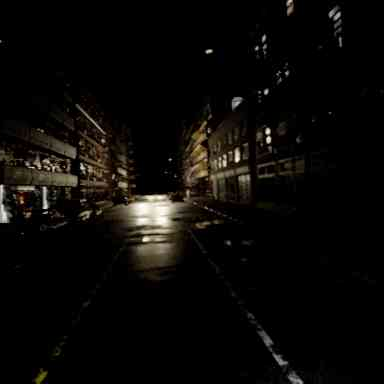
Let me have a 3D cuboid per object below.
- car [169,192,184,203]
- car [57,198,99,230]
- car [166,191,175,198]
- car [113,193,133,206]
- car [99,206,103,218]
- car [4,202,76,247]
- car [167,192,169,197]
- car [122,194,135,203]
[{"bbox_3d":[-2.177,0.913,50.471,1.752,1.417,4.829,-3,1,-5],"label":"car"},{"bbox_3d":[-7.791,1.374,21.451,2.192,1.841,5.009,-3,1,-5],"label":"car"},{"bbox_3d":[-5.414,0.611,83.960,2.008,1.369,4.403,-3,1,-5],"label":"car"},{"bbox_3d":[-10.503,1.103,49.501,2.192,1.841,5.009,-3,1,-5],"label":"car"},{"bbox_3d":[-8.322,1.587,27.065,1.802,1.307,4.206,-3,1,-5],"label":"car"},{"bbox_3d":[-7.244,1.553,15.843,1.967,1.590,4.097,-3,1,-5],"label":"car"},{"bbox_3d":[-3.245,0.824,61.521,1.887,1.381,4.507,-3,1,-5],"label":"car"},{"bbox_3d":[-11.578,1.223,60.724,1.887,1.381,4.507,-3,1,-5],"label":"car"}]
